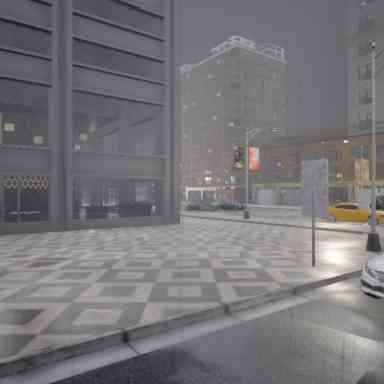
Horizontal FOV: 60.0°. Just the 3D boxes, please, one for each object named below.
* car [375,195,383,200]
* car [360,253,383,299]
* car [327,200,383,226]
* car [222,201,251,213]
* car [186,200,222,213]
[{"bbox_3d":[15.960,1.254,24.119,2.150,2.045,5.566,0,0,-40],"label":"car"},{"bbox_3d":[5.612,1.525,7.287,4.674,1.442,1.812,0,0,-35],"label":"car"},{"bbox_3d":[11.780,1.520,23.747,1.882,1.535,5.008,0,0,-33],"label":"car"},{"bbox_3d":[4.701,1.705,39.259,1.895,1.301,4.718,0,0,-36],"label":"car"},{"bbox_3d":[1.095,1.674,38.708,1.994,1.385,4.181,0,0,-36],"label":"car"}]
